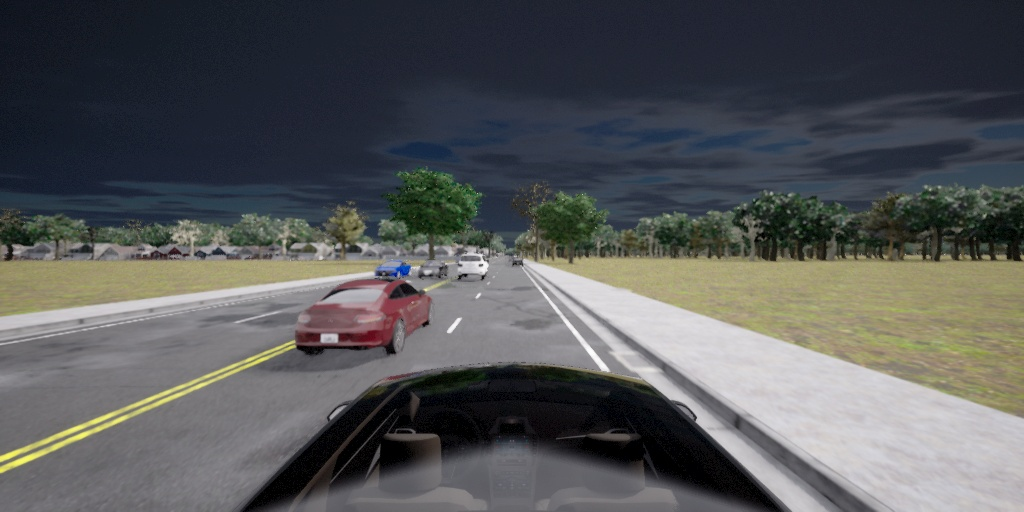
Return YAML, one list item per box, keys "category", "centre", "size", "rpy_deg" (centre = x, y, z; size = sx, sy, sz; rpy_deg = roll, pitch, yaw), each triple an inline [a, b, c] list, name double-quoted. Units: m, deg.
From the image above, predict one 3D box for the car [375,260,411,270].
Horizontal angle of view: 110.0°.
- category: "car"
  centre: [-9.849, 1.108, 30.022]
  size: [1.882, 1.535, 5.008]
  rpy_deg: [0, 0, 0]

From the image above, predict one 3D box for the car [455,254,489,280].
- category: "car"
  centre: [-3.153, 0.853, 29.741]
  size: [2.150, 2.045, 5.566]
  rpy_deg: [0, 0, 0]

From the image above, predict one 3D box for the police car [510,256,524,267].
- category: "police car"
  centre: [0.967, 0.964, 60.546]
  size: [1.930, 1.638, 5.238]
  rpy_deg: [0, 0, 0]

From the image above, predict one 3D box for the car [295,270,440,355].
- category: "car"
  centre: [-3.150, 1.244, 8.486]
  size: [1.812, 1.442, 4.674]
  rpy_deg: [0, 0, 0]

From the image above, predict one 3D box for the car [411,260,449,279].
- category: "car"
  centre: [-6.598, 1.121, 30.423]
  size: [2.128, 1.511, 4.902]
  rpy_deg: [0, 0, 0]
